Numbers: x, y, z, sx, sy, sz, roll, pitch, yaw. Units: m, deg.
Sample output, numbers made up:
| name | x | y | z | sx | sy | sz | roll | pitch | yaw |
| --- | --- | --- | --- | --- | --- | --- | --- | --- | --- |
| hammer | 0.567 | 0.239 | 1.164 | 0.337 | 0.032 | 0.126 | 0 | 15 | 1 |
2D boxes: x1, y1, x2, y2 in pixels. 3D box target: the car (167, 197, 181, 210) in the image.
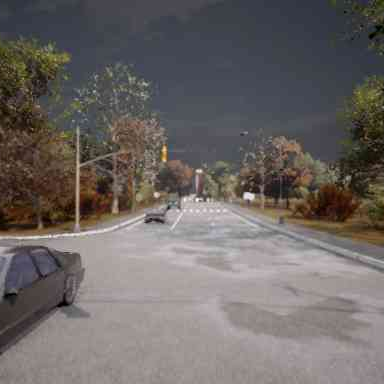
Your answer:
| name | x | y | z | sx | sy | sz | roll | pitch | yaw |
| --- | --- | --- | --- | --- | --- | --- | --- | --- | --- |
| car | -2.984 | 1.836 | 56.486 | 2.150 | 2.045 | 5.566 | 0 | 0 | 1 |

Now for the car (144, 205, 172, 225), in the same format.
| name | x | y | z | sx | sy | sz | roll | pitch | yaw |
| --- | --- | --- | --- | --- | --- | --- | --- | --- | --- |
| car | -3.303 | 2.258 | 31.555 | 2.033 | 1.411 | 5.357 | 0 | -1 | 0 |

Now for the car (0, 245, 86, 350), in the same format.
| name | x | y | z | sx | sy | sz | roll | pitch | yaw |
| --- | --- | --- | --- | --- | --- | --- | --- | --- | --- |
| car | -3.460 | 1.677 | 5.709 | 2.033 | 1.411 | 5.357 | 0 | -2 | 0 |
